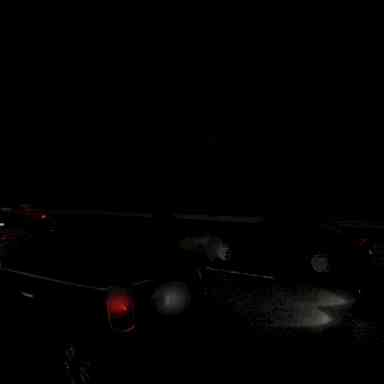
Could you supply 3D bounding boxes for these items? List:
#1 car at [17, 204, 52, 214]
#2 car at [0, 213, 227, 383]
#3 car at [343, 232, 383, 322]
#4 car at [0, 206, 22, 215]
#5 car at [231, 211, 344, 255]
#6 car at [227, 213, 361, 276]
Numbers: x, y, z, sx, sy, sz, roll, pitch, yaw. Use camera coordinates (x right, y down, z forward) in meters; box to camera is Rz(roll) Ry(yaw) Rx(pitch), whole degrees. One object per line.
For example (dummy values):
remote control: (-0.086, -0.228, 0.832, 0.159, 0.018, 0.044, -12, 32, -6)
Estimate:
car: (-13.101, 1.689, 26.237, 5.008, 1.535, 1.882, -1, 0, 36)
car: (-1.980, 1.390, 5.406, 4.553, 1.767, 2.097, -1, 0, 36)
car: (5.223, 1.533, 4.563, 5.357, 1.411, 2.033, -1, 0, 36)
car: (-13.843, 1.799, 22.468, 4.718, 1.301, 1.895, -1, 0, 36)
car: (3.967, 1.603, 14.062, 4.181, 1.385, 1.994, -1, 0, 35)
car: (2.860, 1.507, 10.550, 5.008, 1.535, 1.882, 0, 0, 35)
